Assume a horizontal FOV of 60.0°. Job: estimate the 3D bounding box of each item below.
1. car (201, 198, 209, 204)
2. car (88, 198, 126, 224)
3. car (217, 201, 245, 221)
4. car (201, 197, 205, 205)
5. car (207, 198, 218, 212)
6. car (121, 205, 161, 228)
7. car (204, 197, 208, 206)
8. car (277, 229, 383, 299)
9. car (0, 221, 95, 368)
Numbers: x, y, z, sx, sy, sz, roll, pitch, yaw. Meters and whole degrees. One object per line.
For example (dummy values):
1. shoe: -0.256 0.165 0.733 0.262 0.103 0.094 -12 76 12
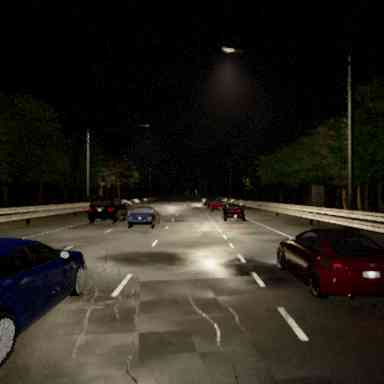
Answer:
1. car: 3.556 2.291 89.688 1.882 1.535 5.008 0 0 0
2. car: -6.872 1.489 27.518 2.150 2.045 5.566 0 -1 0
3. car: 3.619 1.797 30.068 1.837 1.490 4.892 0 -1 0
4. car: 3.542 2.066 67.690 2.033 1.649 4.856 0 0 0
5. car: 3.528 1.923 45.691 1.882 1.535 5.008 0 -1 0
6. car: -3.387 1.779 24.077 2.033 1.411 5.357 0 -1 0
7. car: 3.535 2.047 56.690 1.837 1.490 4.892 0 -1 0
8. car: 3.603 1.643 8.678 1.994 1.385 4.181 0 -1 0
9. car: -3.397 1.530 5.769 1.882 1.535 5.008 0 -1 0
